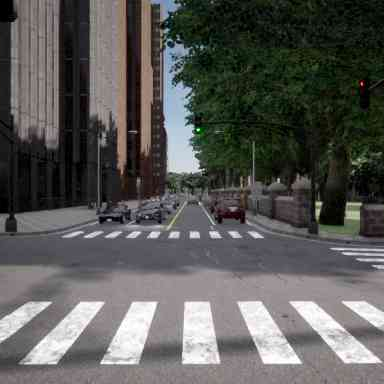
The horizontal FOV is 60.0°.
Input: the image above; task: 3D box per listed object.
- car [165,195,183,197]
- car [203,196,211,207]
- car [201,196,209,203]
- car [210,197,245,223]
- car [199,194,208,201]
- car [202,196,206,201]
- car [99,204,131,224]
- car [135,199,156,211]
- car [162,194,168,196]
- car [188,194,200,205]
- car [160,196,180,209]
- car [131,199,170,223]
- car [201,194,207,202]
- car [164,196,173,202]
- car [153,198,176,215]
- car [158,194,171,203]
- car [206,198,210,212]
[{"bbox_3d":[-2.968,1.590,54.076,2.033,1.411,5.357,0,0,0],"label":"car"},{"bbox_3d":[2.830,1.579,41.569,2.008,1.369,4.403,0,0,0],"label":"car"},{"bbox_3d":[2.882,1.593,74.479,1.752,1.417,4.829,0,0,0],"label":"car"},{"bbox_3d":[2.804,1.326,25.201,2.192,1.841,5.009,0,0,0],"label":"car"},{"bbox_3d":[2.899,1.399,85.222,2.192,1.841,5.009,0,0,0],"label":"car"},{"bbox_3d":[2.838,1.585,47.026,2.008,1.369,4.403,0,0,0],"label":"car"},{"bbox_3d":[-5.721,1.576,25.205,1.947,1.339,4.313,0,0,0],"label":"car"},{"bbox_3d":[-5.695,1.579,41.576,2.008,1.369,4.403,0,0,0],"label":"car"},{"bbox_3d":[-5.661,1.635,63.404,1.802,1.307,4.206,0,0,0],"label":"car"},{"bbox_3d":[0.192,1.595,58.660,2.033,1.411,5.357,0,0,1],"label":"car"},{"bbox_3d":[-3.021,1.595,43.932,1.994,1.385,4.181,0,0,0],"label":"car"},{"bbox_3d":[-3.065,1.516,25.475,1.837,1.490,4.892,0,0,1],"label":"car"},{"bbox_3d":[2.847,1.481,52.483,1.967,1.590,4.097,0,0,0],"label":"car"},{"bbox_3d":[-5.635,1.620,79.775,1.887,1.381,4.507,0,0,0],"label":"car"},{"bbox_3d":[-3.043,1.621,34.731,1.895,1.301,4.718,0,0,0],"label":"car"},{"bbox_3d":[-5.652,1.374,68.861,2.192,1.841,5.009,0,0,0],"label":"car"},{"bbox_3d":[2.821,1.588,36.113,1.947,1.339,4.313,0,0,0],"label":"car"}]
